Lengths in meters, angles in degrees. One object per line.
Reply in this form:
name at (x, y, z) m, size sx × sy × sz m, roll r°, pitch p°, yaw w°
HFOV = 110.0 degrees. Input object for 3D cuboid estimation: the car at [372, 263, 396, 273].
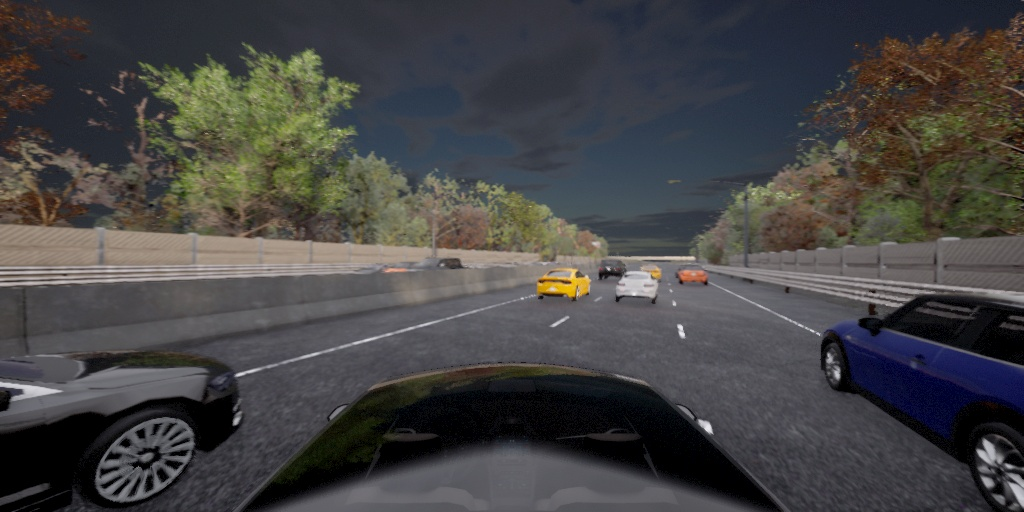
car at (-8.446, 1.239, 28.585) m, size 2.097 × 1.767 × 4.553 m, roll 0°, pitch -1°, yaw 23°

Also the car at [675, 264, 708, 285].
car at (15.558, 1.514, 31.027) m, size 2.097 × 1.767 × 4.553 m, roll 0°, pitch -1°, yaw 23°

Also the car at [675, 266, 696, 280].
car at (19.607, 1.855, 40.714) m, size 1.994 × 1.385 × 4.181 m, roll 0°, pitch -1°, yaw 24°

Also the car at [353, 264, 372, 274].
car at (-11.369, 1.365, 30.666) m, size 2.128 × 1.511 × 4.902 m, roll 0°, pitch -1°, yaw 23°

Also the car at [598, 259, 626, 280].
car at (10.119, 1.369, 36.075) m, size 2.150 × 2.045 × 5.566 m, roll 0°, pitch -1°, yaw 23°

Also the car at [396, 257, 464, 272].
car at (-5.594, 1.120, 26.342) m, size 2.150 × 2.045 × 5.566 m, roll 0°, pitch -1°, yaw 23°

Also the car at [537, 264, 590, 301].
car at (2.823, 1.401, 18.763) m, size 1.882 × 1.535 × 5.008 m, roll 0°, pitch -1°, yaw 23°

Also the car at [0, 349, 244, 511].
car at (-4.302, 1.197, 1.860) m, size 2.128 × 1.511 × 4.902 m, roll 0°, pitch -1°, yaw 23°

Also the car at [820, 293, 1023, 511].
car at (5.358, 1.176, 3.863) m, size 2.097 × 1.767 × 4.553 m, roll 0°, pitch -1°, yaw 23°

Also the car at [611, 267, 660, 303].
car at (6.367, 1.481, 18.167) m, size 1.812 × 1.442 × 4.674 m, roll 0°, pitch 0°, yaw 23°

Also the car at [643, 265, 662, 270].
car at (13.700, 1.658, 35.566) m, size 1.882 × 1.535 × 5.008 m, roll 0°, pitch 0°, yaw 23°
